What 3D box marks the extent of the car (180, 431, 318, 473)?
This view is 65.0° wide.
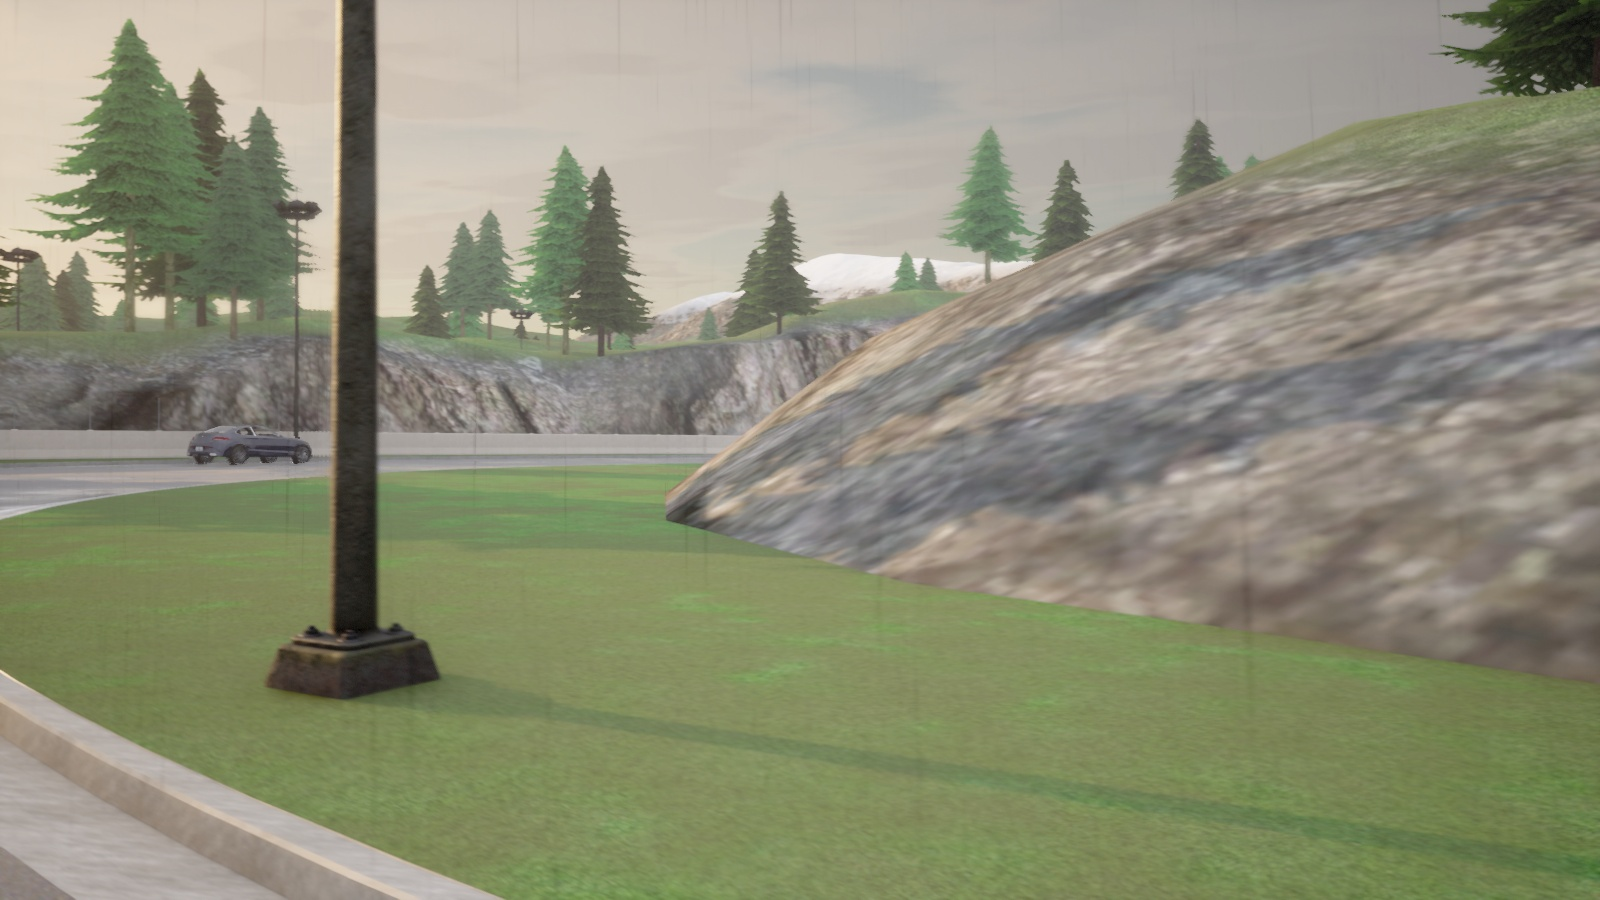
[{"bbox_3d":[-22.559,0.040,51.662,2.152,1.651,5.027,0,1,24],"label":"car"}]
